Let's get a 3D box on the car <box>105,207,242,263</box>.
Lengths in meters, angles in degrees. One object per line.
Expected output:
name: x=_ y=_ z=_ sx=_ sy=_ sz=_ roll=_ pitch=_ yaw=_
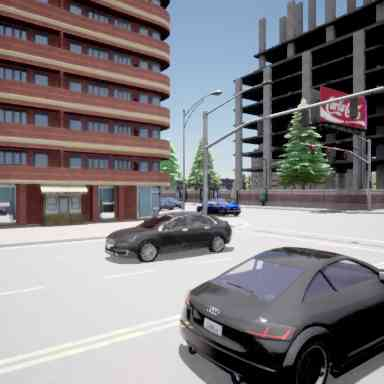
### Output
car: x=-0.702 y=1.503 z=12.096 sx=4.892 sy=1.490 sz=1.837 roll=0 pitch=0 yaw=-36

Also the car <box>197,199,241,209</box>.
car: x=2.522 y=1.601 z=31.443 sx=1.895 sy=1.301 sz=4.718 roll=0 pitch=0 yaw=-35

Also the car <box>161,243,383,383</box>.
car: x=1.880 y=1.564 z=5.103 sx=4.181 sy=1.385 sz=1.994 roll=0 pitch=0 yaw=-35

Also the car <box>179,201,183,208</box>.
car: x=-3.120 y=1.478 z=45.245 sx=1.882 sy=1.535 sz=5.008 roll=0 pitch=0 yaw=-36

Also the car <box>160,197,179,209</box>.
car: x=-3.887 y=1.564 z=40.335 sx=1.994 sy=1.385 sz=4.181 roll=0 pitch=0 yaw=-36
